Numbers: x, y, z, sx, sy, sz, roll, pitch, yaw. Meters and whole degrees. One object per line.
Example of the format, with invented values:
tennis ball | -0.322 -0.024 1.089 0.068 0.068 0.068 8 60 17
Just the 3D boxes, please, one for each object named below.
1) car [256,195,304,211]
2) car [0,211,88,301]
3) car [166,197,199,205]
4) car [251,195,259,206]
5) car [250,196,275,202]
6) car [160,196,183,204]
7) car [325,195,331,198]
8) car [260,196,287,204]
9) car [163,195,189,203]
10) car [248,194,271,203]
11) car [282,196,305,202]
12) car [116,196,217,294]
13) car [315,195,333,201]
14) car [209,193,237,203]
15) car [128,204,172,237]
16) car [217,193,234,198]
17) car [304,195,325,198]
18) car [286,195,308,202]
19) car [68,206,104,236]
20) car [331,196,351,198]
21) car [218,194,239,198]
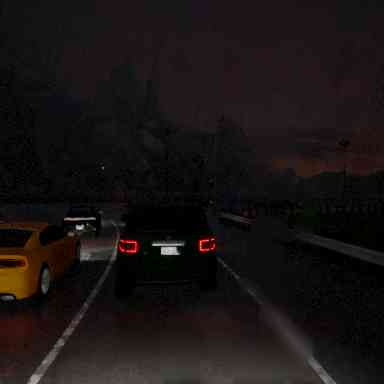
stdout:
car | 10.743 1.506 40.533 4.892 1.490 1.837 0 0 -20
car | -4.169 1.478 8.327 1.882 1.535 5.008 0 0 -6
car | -1.685 1.547 58.556 5.357 1.411 2.033 0 0 -20
car | 11.850 1.564 52.121 4.181 1.385 1.994 0 0 -20
car | 16.158 1.540 76.175 5.357 1.411 2.033 0 0 -20
car | -4.006 1.564 65.143 4.181 1.385 1.994 0 0 -20
car | 31.946 1.595 79.762 4.718 1.301 1.895 0 0 -30
car | 15.877 1.478 64.936 5.008 1.535 1.882 0 0 -20
car | -3.306 1.478 69.043 5.008 1.535 1.882 0 0 -20
car | 14.634 1.355 71.886 4.553 1.767 2.097 0 0 -20
car | 22.896 1.595 74.997 4.718 1.301 1.895 0 0 -23
car | -0.762 1.222 9.056 2.150 2.045 5.566 0 0 -7
car | 33.863 1.452 85.344 5.008 1.535 1.882 0 0 -34
car | 6.749 1.225 72.723 5.566 2.045 2.150 0 0 -20
car | -2.627 1.548 19.561 2.033 1.411 5.357 0 0 -13
car | 5.873 1.547 68.687 5.357 1.411 2.033 0 0 -20
car | 24.270 1.553 68.017 4.181 1.385 1.994 0 0 -20
car | 25.289 1.478 79.975 5.008 1.535 1.882 0 0 -27
car | -5.958 1.492 18.246 2.128 1.511 4.902 0 0 -14
car | 33.537 1.540 72.511 5.357 1.411 2.033 0 0 -30
car | 7.628 1.564 61.958 4.181 1.385 1.994 0 0 -20
